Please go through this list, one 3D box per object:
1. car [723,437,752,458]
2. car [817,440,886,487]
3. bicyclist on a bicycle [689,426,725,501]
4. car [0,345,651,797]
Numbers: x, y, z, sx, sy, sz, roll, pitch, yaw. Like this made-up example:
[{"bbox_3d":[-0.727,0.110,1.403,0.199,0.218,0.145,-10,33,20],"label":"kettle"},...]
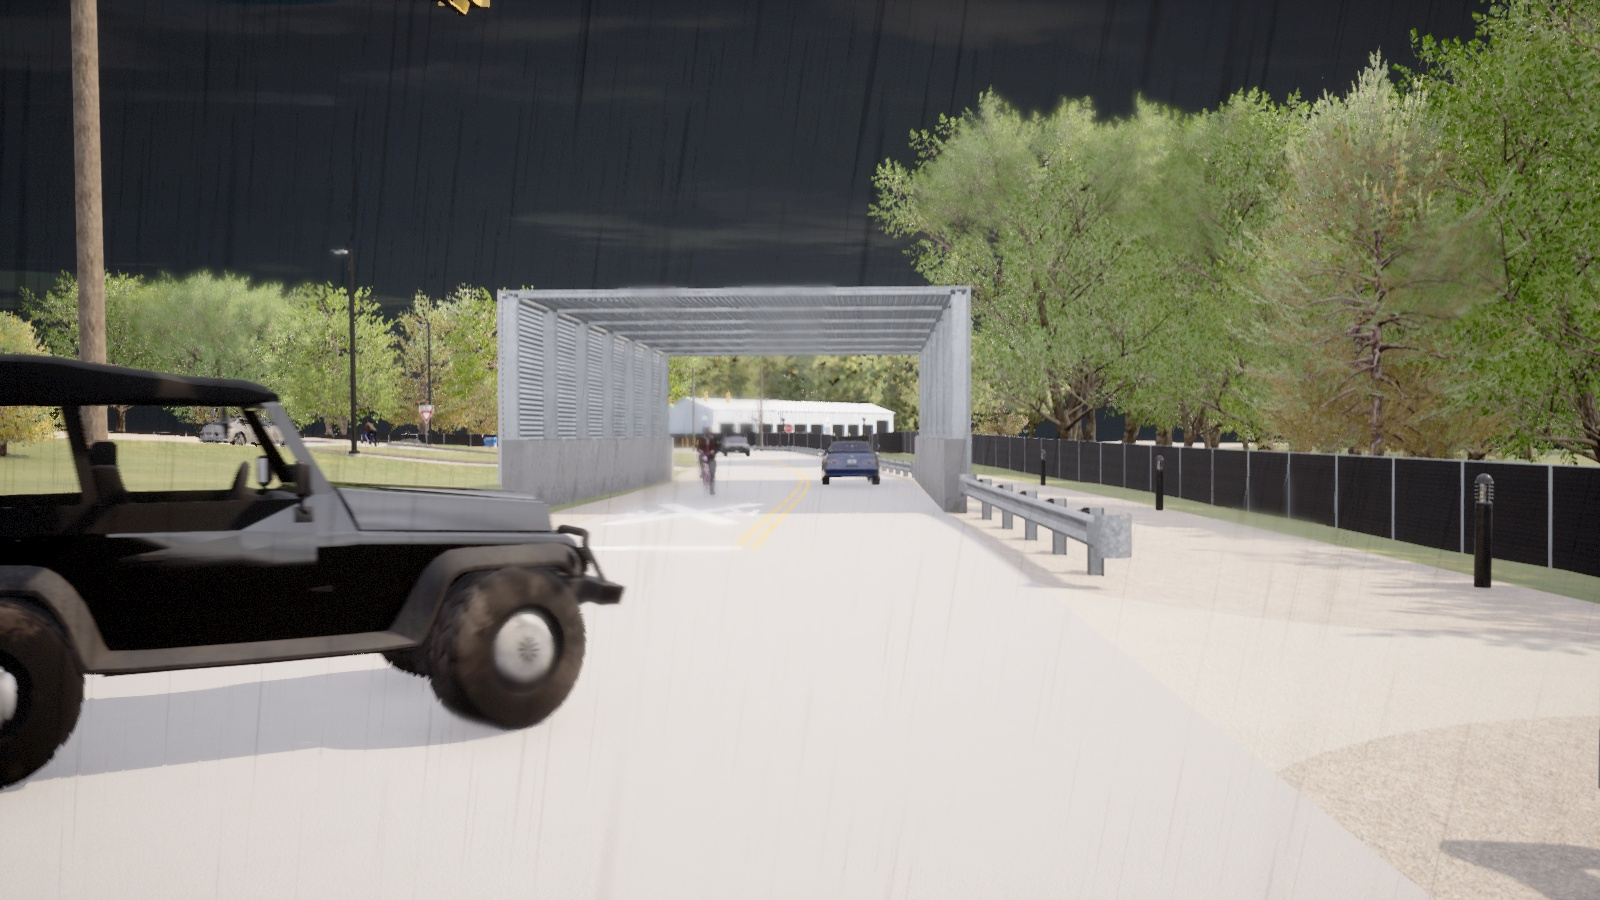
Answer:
[{"bbox_3d":[-4.508,-0.208,89.792,2.033,1.411,5.357,0,1,-4],"label":"car"},{"bbox_3d":[1.590,0.387,40.547,2.033,1.411,5.357,0,1,1],"label":"car"},{"bbox_3d":[-2.280,0.320,30.888,0.659,1.776,1.843,0,0,2],"label":"bicyclist on a bicycle"},{"bbox_3d":[-2.947,0.487,6.524,3.866,1.878,1.905,-1,1,-30],"label":"car"}]
